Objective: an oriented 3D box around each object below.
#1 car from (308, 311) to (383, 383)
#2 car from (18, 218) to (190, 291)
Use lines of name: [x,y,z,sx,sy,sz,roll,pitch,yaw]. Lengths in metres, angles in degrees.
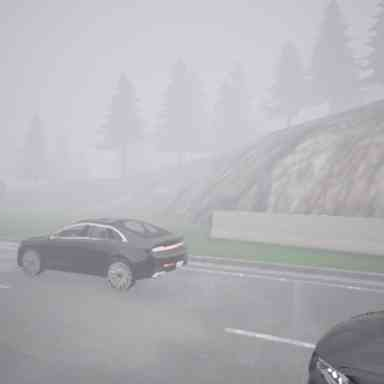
car: [3.209,1.498,1.905,4.902,1.511,2.128,0,0,39]
car: [-2.447,1.444,8.782,4.902,1.511,2.128,0,0,26]
